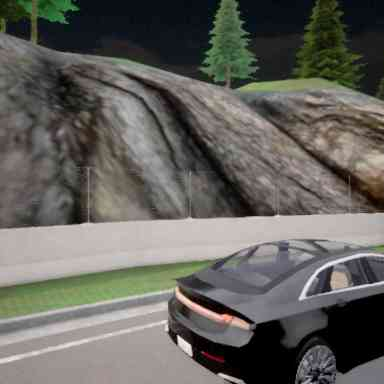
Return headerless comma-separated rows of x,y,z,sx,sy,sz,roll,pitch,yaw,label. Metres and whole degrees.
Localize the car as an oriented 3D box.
2.013,1.459,4.855,4.902,1.511,2.128,0,0,-30,car
